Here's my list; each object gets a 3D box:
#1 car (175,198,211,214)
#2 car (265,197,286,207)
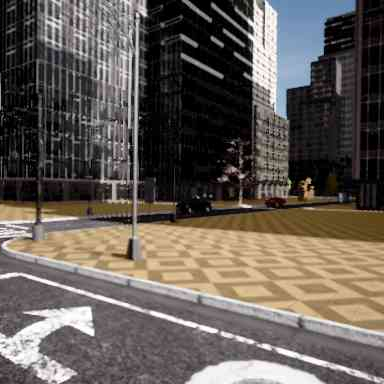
[{"bbox_3d":[0.113,1.423,34.830,1.882,1.535,5.008,1,0,37],"label":"car"},{"bbox_3d":[13.051,1.528,52.029,1.882,1.535,5.008,1,0,37],"label":"car"}]
